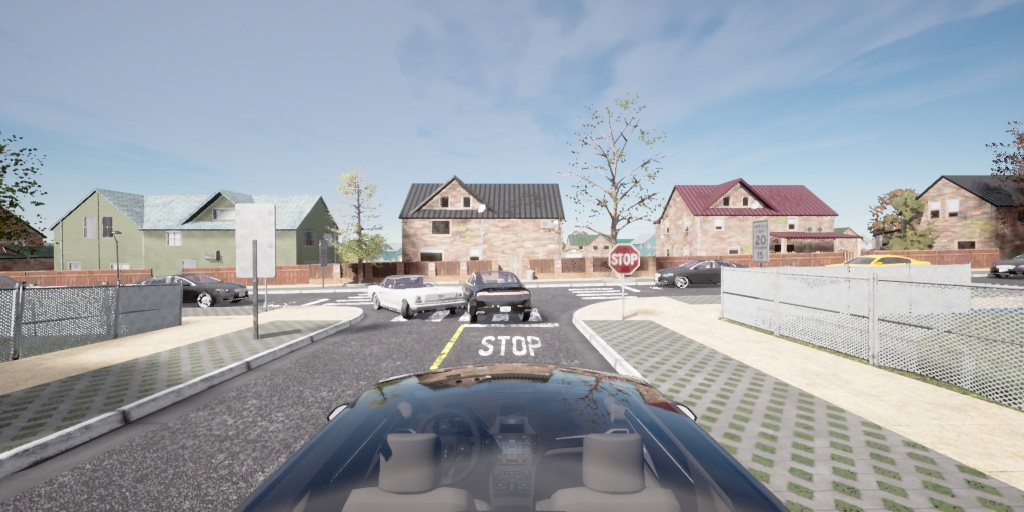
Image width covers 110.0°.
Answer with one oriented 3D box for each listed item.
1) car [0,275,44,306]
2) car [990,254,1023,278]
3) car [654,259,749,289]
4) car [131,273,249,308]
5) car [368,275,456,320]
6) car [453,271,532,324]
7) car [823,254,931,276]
[{"bbox_3d":[-24.239,1.648,16.477,4.553,1.767,2.097,-1,1,0],"label":"car"},{"bbox_3d":[29.386,0.477,19.643,4.902,1.511,2.128,-1,1,0],"label":"car"},{"bbox_3d":[10.331,0.925,19.570,4.902,1.511,2.128,-1,1,0],"label":"car"},{"bbox_3d":[-14.902,1.566,16.518,4.902,1.511,2.128,-1,1,0],"label":"car"},{"bbox_3d":[-3.602,1.368,13.022,1.895,1.301,4.718,0,0,-38],"label":"car"},{"bbox_3d":[-0.685,1.242,12.162,2.128,1.511,4.902,0,0,-12],"label":"car"},{"bbox_3d":[19.761,0.690,19.607,5.008,1.535,1.882,-1,1,-1],"label":"car"}]
